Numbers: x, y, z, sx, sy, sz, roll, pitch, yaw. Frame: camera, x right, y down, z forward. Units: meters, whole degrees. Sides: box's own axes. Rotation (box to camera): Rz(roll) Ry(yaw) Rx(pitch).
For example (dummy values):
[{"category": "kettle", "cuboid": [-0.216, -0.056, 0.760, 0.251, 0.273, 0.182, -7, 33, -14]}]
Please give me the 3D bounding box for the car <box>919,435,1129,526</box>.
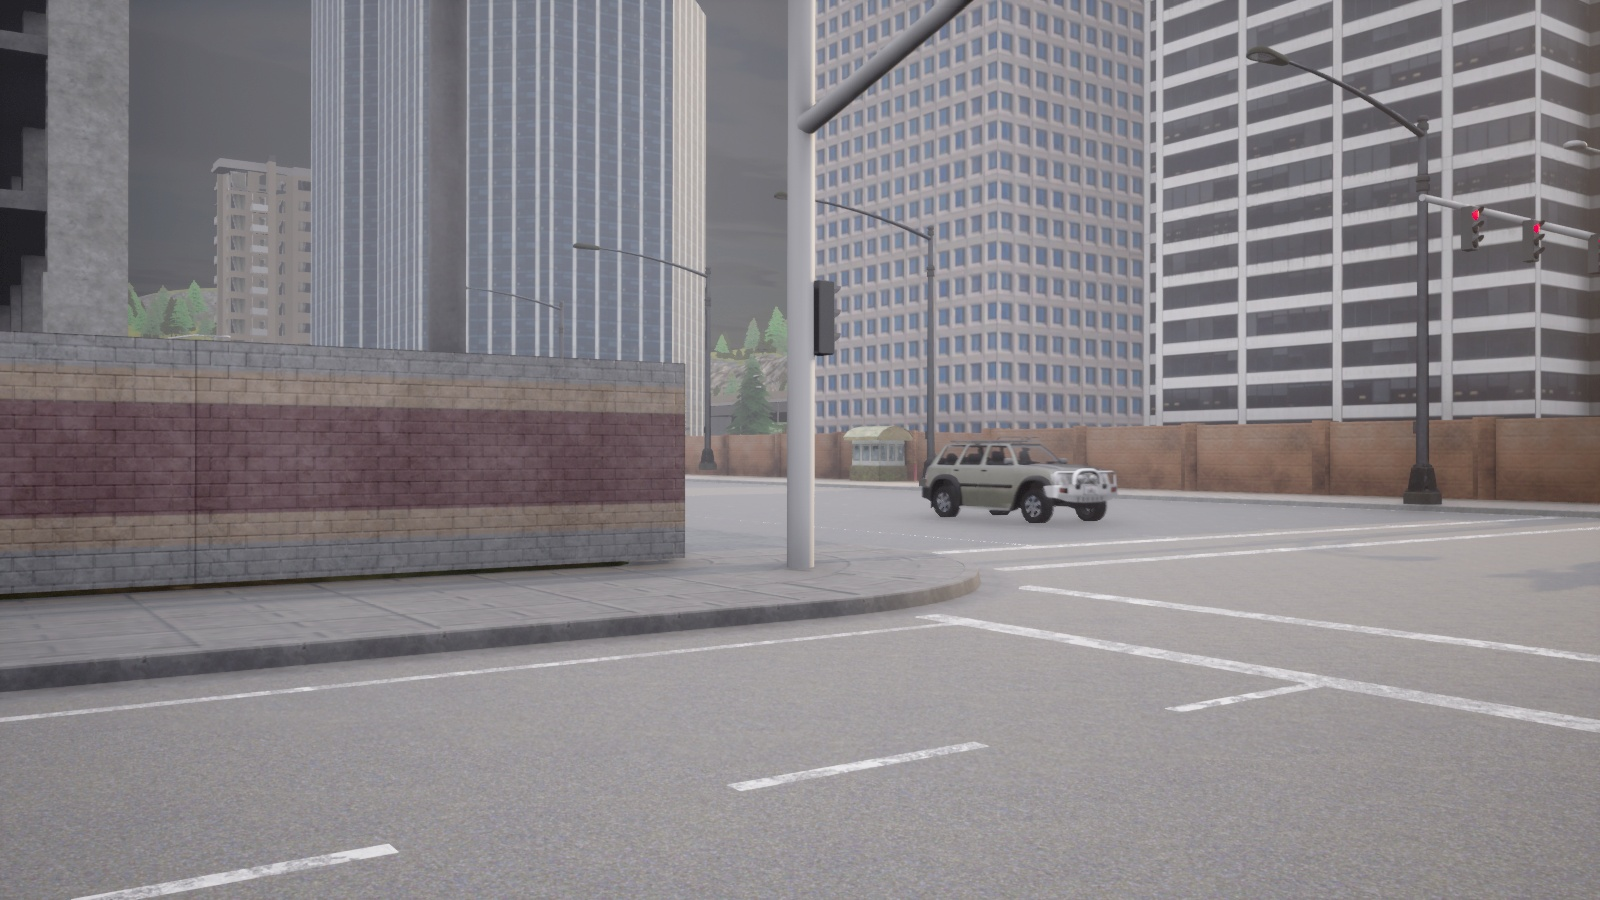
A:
[{"category": "car", "cuboid": [4.871, 0.620, 27.986, 1.932, 1.855, 4.605, 0, 0, -35]}]
